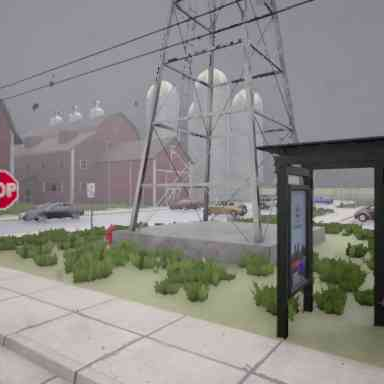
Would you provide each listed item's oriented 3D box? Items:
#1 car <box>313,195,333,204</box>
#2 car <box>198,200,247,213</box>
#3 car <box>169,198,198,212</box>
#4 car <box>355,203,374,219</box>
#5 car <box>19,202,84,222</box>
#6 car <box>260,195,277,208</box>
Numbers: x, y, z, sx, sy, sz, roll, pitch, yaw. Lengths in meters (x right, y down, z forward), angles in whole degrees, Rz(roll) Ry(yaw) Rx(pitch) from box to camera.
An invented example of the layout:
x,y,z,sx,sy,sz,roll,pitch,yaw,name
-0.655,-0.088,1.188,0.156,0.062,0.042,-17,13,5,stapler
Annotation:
x,y,z,sx,sy,sz,roll,pitch,yaw,name
24.008,1.486,62.399,4.611,1.667,2.242,0,0,35,car
3.028,1.511,31.085,4.193,1.474,1.816,0,0,35,car
-0.724,1.485,40.055,1.882,1.535,5.008,0,0,34,car
14.286,1.522,24.745,3.905,1.438,1.784,0,0,35,car
-10.661,1.499,25.532,2.128,1.511,4.902,0,0,34,car
10.233,1.318,42.495,3.866,1.878,1.905,0,0,35,car
